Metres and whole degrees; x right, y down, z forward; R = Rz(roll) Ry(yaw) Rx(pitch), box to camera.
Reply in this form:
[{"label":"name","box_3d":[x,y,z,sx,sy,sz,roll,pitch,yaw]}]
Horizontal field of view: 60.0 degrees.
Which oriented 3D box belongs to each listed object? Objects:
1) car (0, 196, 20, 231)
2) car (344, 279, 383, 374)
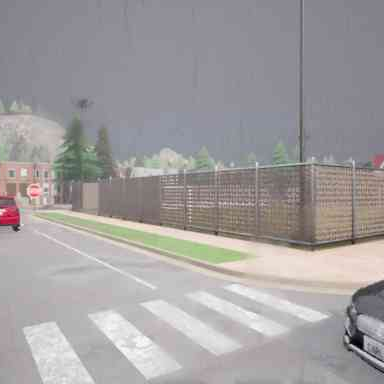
[{"label":"car","box_3d":[-11.762,1.250,19.735,2.150,2.045,5.566,0,0,-37]},{"label":"car","box_3d":[4.402,1.499,4.501,4.902,1.511,2.128,0,1,-18]}]
